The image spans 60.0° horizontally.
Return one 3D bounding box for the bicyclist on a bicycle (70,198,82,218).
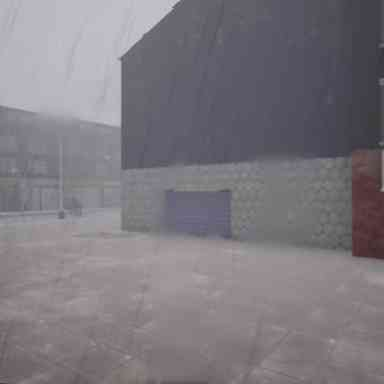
[{"bbox_3d":[-9.715,1.339,27.817,1.656,1.620,0.582,0,0,36],"label":"bicyclist on a bicycle"}]
